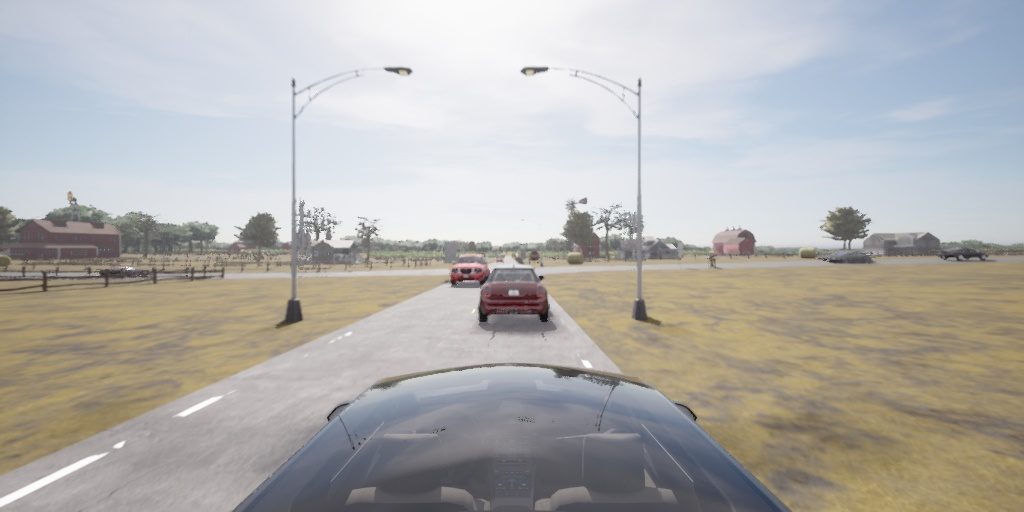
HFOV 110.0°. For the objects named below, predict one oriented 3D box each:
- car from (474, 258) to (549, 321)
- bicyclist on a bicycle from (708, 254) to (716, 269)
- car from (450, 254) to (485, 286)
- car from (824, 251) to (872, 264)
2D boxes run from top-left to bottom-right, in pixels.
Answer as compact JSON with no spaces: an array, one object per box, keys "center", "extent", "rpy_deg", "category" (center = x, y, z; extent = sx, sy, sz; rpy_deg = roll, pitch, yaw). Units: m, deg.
[{"center":[0.065,1.065,12.478],"extent":[2.097,1.767,4.553],"rpy_deg":[0,0,0],"category":"car"},{"center":[22.836,0.632,40.978],"extent":[0.582,1.620,1.656],"rpy_deg":[-1,0,0],"category":"bicyclist on a bicycle"},{"center":[-2.818,0.900,24.801],"extent":[2.150,2.045,5.566],"rpy_deg":[0,0,0],"category":"car"},{"center":[42.399,0.219,45.000],"extent":[4.181,1.385,1.994],"rpy_deg":[-1,1,0],"category":"car"}]
